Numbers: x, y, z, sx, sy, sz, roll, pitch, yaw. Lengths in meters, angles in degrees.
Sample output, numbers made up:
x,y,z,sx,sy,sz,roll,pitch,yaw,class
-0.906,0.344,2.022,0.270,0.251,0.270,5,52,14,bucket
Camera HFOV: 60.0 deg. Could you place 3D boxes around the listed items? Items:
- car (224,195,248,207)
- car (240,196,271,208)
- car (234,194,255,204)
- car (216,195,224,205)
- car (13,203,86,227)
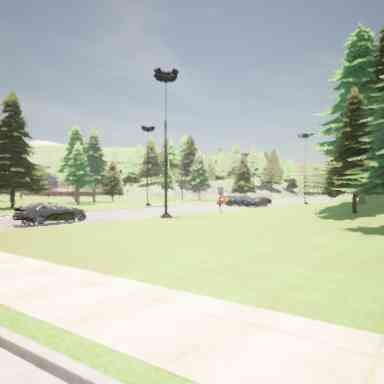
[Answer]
x,y,z,sx,sy,sz,roll,pitch,yaw,class
7.496,1.336,52.421,2.097,1.767,4.553,0,0,37,car
9.490,1.585,49.221,1.895,1.301,4.718,0,0,37,car
9.744,1.333,61.451,2.097,1.767,4.553,0,0,36,car
6.051,1.334,56.359,2.097,1.767,4.553,0,0,37,car
-9.780,1.484,23.233,2.128,1.511,4.902,0,0,38,car
